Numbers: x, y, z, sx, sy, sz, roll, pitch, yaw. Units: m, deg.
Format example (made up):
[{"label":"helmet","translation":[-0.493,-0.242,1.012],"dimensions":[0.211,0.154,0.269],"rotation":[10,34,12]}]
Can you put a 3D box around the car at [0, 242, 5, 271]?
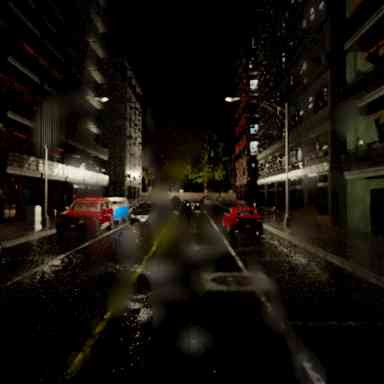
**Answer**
[{"label":"car","translation":[-5.645,1.540,6.849],"dimensions":[2.008,1.369,4.403],"rotation":[1,0,0]}]

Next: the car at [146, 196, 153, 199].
[{"label":"car","translation":[-5.648,1.494,35.332],"dimensions":[2.008,1.369,4.403],"rotation":[1,0,0]}]

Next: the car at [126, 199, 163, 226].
[{"label":"car","translation":[-3.101,1.488,23.296],"dimensions":[1.812,1.442,4.674],"rotation":[0,0,0]}]

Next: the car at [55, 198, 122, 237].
[{"label":"car","translation":[-5.642,1.286,18.242],"dimensions":[2.192,1.841,5.009],"rotation":[1,0,0]}]

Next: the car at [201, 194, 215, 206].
[{"label":"car","translation":[2.698,1.442,52.653],"dimensions":[1.752,1.417,4.829],"rotation":[1,0,0]}]

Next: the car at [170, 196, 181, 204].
[{"label":"car","translation":[-3.037,1.429,63.070],"dimensions":[1.812,1.442,4.674],"rotation":[0,0,1]}]

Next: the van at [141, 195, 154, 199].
[{"label":"van","translation":[-5.645,1.276,41.027],"dimensions":[1.690,1.788,3.998],"rotation":[1,0,0]}]

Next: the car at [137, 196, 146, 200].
[{"label":"car","translation":[-5.645,1.393,29.635],"dimensions":[1.967,1.590,4.097],"rotation":[1,0,0]}]

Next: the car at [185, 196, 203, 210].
[{"label":"car","translation":[0.096,1.533,42.225],"dimensions":[1.895,1.301,4.718],"rotation":[0,0,0]}]

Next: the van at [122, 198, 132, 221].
[{"label":"van","translation":[-5.643,1.303,23.938],"dimensions":[1.690,1.788,3.998],"rotation":[1,0,0]}]

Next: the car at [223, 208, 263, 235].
[{"label":"car","translation":[2.702,1.515,18.305],"dimensions":[1.887,1.381,4.507],"rotation":[1,0,0]}]

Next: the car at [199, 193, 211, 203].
[{"label":"car","translation":[2.700,1.206,69.571],"dimensions":[2.192,1.841,5.009],"rotation":[1,0,0]}]
